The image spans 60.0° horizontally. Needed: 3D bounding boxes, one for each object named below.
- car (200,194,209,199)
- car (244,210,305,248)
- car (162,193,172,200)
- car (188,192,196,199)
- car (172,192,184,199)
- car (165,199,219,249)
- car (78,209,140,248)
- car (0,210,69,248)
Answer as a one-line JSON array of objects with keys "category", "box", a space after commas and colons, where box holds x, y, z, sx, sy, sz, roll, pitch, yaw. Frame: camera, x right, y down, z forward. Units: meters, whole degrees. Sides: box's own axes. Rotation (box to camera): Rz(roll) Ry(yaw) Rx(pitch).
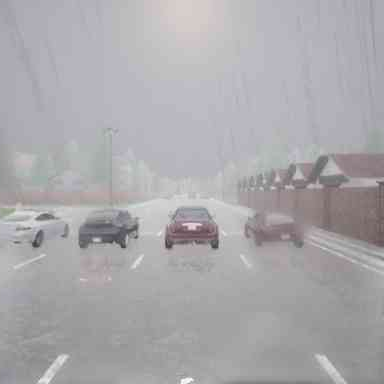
[{"category": "car", "box": [3.500, 1.254, 90.227, 2.097, 1.767, 4.553, 0, 0, 0]}, {"category": "car", "box": [3.500, 1.530, 14.650, 1.812, 1.442, 4.674, 0, 0, 0]}, {"category": "car", "box": [-7.000, 1.421, 89.842, 2.033, 1.411, 5.357, 0, 0, 0]}, {"category": "car", "box": [0.000, 1.107, 89.872, 2.150, 2.045, 5.566, 0, 0, 0]}, {"category": "car", "box": [-3.500, 1.107, 89.872, 2.150, 2.045, 5.566, 0, 0, 0]}, {"category": "car", "box": [0.000, 1.363, 14.620, 2.097, 1.767, 4.553, 0, 0, 0]}, {"category": "car", "box": [-3.500, 1.513, 14.650, 1.837, 1.490, 4.892, 0, 0, 0]}, {"category": "car", "box": [-7.000, 1.530, 14.650, 1.812, 1.442, 4.674, 0, 0, 0]}]
